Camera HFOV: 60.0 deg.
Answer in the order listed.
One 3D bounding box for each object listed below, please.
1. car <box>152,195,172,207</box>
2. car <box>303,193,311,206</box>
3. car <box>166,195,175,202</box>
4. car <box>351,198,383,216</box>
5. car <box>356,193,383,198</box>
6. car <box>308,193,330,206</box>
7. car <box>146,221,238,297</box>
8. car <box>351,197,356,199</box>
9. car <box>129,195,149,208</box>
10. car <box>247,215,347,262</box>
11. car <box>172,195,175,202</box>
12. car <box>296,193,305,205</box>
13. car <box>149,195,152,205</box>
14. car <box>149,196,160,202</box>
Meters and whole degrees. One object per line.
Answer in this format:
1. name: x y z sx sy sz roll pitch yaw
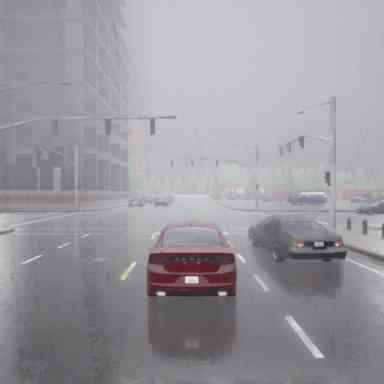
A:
1. car: -4.611 1.477 51.209 1.882 1.535 5.008 0 0 -1
2. car: 24.095 1.418 64.192 3.905 1.438 1.784 0 0 -1
3. car: -4.912 1.494 76.703 1.837 1.490 4.892 0 0 -1
4. car: 18.382 1.582 32.277 4.674 1.442 1.812 -1 0 -1
5. car: 39.038 1.208 72.549 4.605 1.855 1.932 0 0 -1
6. car: 24.118 1.450 61.297 3.806 1.475 1.970 0 0 -1
7. car: -0.012 1.477 8.640 1.882 1.535 5.008 0 0 0
8. car: 39.078 1.418 75.446 3.905 1.438 1.784 0 0 -1
9. car: -8.080 1.491 48.901 2.128 1.511 4.902 0 0 -1
10. car: 3.477 1.547 12.076 2.033 1.411 5.357 0 0 -4
11. car: -4.759 1.546 63.063 2.033 1.411 5.357 0 0 0
12. car: 24.022 1.208 66.875 4.605 1.855 1.932 0 0 -1
13. car: -8.235 1.351 60.389 2.097 1.767 4.553 0 0 -1
14. car: -8.388 1.551 75.073 1.994 1.385 4.181 0 0 -1
